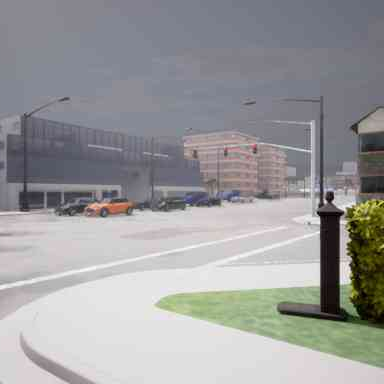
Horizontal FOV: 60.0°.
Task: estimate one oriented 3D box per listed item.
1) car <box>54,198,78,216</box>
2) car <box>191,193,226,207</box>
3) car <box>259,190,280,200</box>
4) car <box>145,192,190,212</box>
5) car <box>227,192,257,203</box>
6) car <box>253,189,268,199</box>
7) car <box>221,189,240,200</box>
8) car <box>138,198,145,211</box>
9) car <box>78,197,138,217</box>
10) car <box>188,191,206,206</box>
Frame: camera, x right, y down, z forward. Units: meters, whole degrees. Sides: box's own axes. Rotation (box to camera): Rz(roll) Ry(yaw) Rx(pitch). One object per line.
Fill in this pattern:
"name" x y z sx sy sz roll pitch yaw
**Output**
"car" -10.874 1.306 32.030 2.097 1.767 4.553 0 0 35
"car" 2.262 1.293 44.686 1.994 1.385 4.181 0 1 35
"car" 14.865 0.814 62.575 1.895 1.301 4.718 0 1 36
"car" -2.684 1.240 37.612 2.097 1.767 4.553 0 1 35
"car" 8.001 1.060 52.868 1.895 1.301 4.718 0 2 35
"car" 13.676 0.404 66.930 2.150 2.045 5.566 0 1 35
"car" 6.394 0.620 56.664 2.150 2.045 5.566 0 2 35
"car" -5.451 1.433 39.782 2.033 1.411 5.357 0 1 35
"car" -7.618 1.301 30.583 2.097 1.767 4.553 0 0 35
"car" 0.229 0.915 47.883 2.150 2.045 5.566 0 1 35
